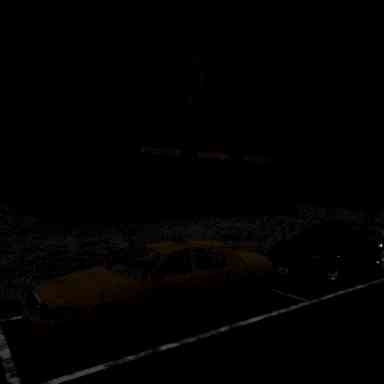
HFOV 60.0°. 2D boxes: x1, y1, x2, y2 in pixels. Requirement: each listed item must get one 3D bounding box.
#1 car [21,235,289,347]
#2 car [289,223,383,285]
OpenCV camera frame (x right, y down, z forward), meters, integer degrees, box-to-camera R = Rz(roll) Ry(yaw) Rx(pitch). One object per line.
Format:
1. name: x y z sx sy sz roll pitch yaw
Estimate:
1. car: -0.498 1.534 6.294 4.829 1.417 1.752 0 0 -35
2. car: 4.068 1.590 9.548 4.313 1.339 1.947 0 0 -35
